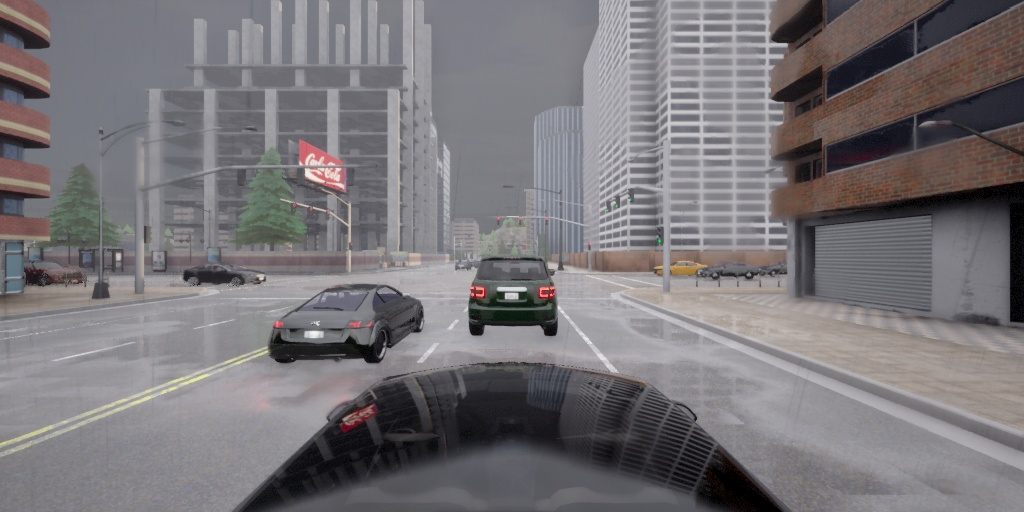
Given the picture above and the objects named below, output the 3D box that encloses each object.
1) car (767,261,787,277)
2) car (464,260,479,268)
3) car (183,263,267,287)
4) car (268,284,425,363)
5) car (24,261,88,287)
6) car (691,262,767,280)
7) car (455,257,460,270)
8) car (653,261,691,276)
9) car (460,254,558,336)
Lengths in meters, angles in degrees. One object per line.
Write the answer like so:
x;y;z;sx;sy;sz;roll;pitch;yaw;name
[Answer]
26.230;1.241;34.736;4.902;1.511;2.128;0;0;0;car
-6.771;1.313;59.795;1.994;1.385;4.181;0;0;1;car
-19.002;1.242;23.821;4.902;1.511;2.128;0;0;3;car
-3.377;1.314;8.149;1.994;1.385;4.181;0;0;0;car
-31.569;1.103;24.049;4.553;1.767;2.097;0;0;0;car
18.772;1.241;31.245;4.902;1.511;2.128;0;0;0;car
-6.838;1.241;50.685;2.128;1.511;4.902;0;0;0;car
16.294;1.227;34.746;5.008;1.535;1.882;0;0;0;car
0.099;0.971;10.537;2.150;2.045;5.566;0;0;2;car
